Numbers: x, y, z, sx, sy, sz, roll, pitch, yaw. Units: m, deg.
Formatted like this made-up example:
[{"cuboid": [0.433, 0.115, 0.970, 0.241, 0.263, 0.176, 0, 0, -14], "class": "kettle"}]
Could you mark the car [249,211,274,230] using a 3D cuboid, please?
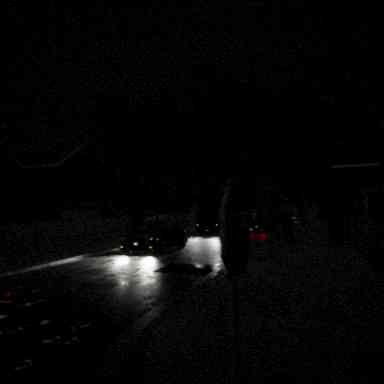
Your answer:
[{"cuboid": [5.968, 2.596, 28.968, 1.895, 1.301, 4.718, -2, -3, 20], "class": "car"}]

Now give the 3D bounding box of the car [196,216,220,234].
[{"cuboid": [1.852, 2.570, 26.277, 1.895, 1.301, 4.718, -2, -3, 20], "class": "car"}]

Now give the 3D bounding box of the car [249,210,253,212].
[{"cuboid": [5.997, 2.770, 37.600, 2.097, 1.767, 4.553, -2, -3, 20], "class": "car"}]

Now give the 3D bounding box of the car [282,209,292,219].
[{"cuboid": [14.853, 3.496, 53.384, 1.837, 1.490, 4.892, -2, -3, 20], "class": "car"}]

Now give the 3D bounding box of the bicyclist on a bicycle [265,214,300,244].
[{"cuboid": [4.326, 1.709, 16.017, 1.656, 1.620, 0.582, -3, -3, 20], "class": "bicyclist on a bicycle"}]

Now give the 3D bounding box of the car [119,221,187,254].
[{"cuboid": [-1.776, 2.146, 16.324, 1.994, 1.385, 4.181, -2, -3, 20], "class": "car"}]
